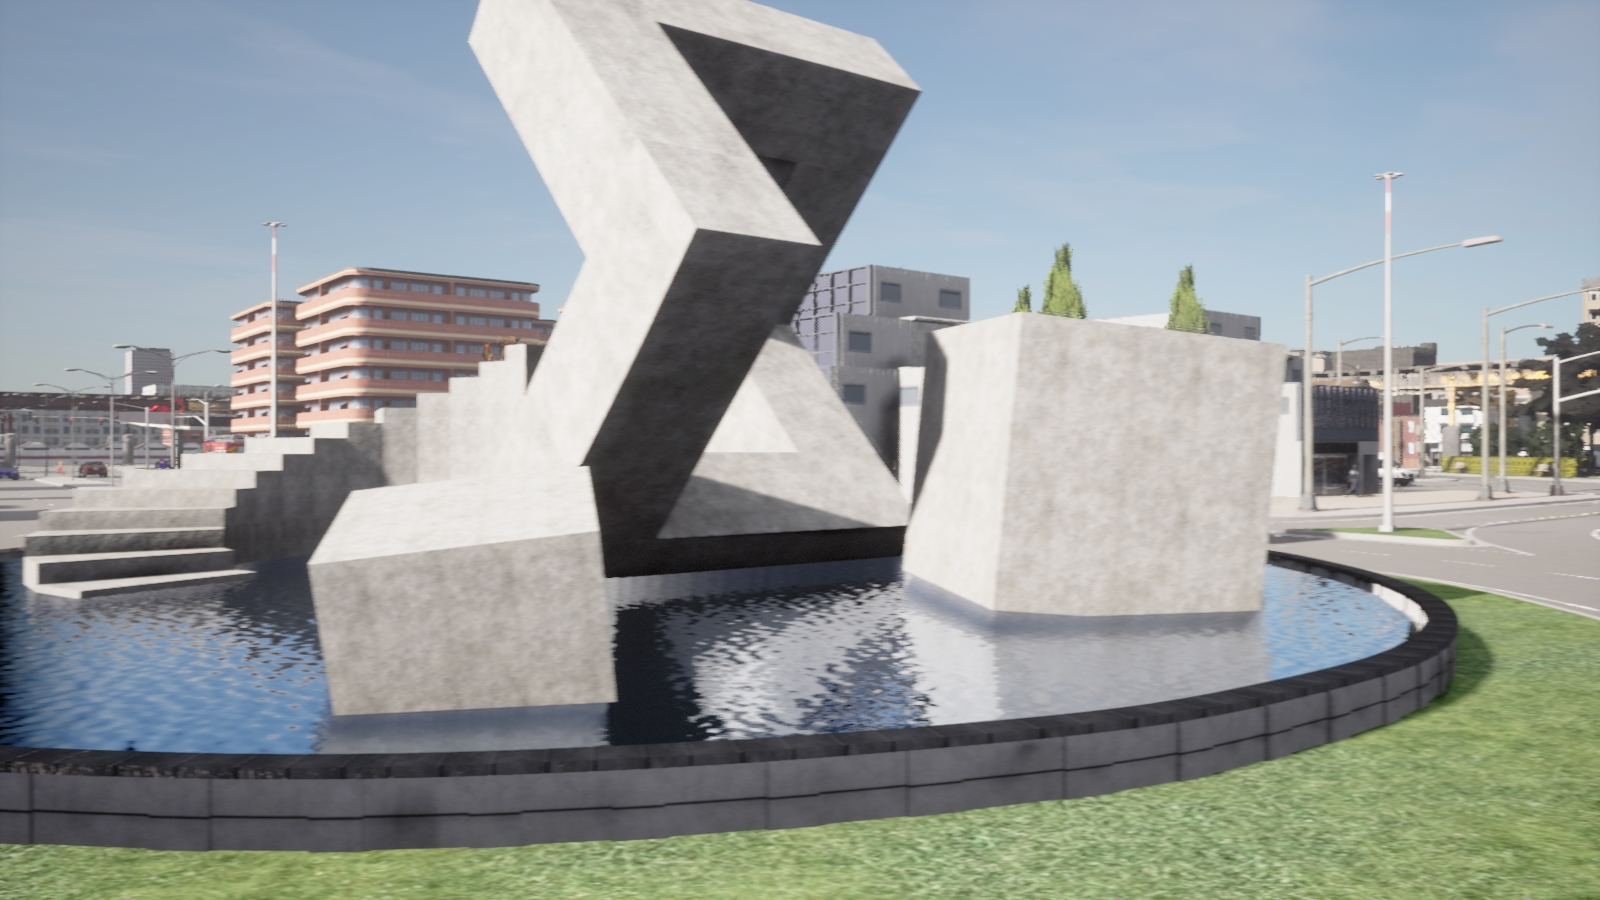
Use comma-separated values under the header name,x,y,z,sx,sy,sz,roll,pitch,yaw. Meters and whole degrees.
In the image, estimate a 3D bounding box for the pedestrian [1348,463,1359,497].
name,x,y,z,sx,sy,sz,roll,pitch,yaw
pedestrian,30.384,1.664,62.706,0.375,1.860,0.375,0,0,-16
